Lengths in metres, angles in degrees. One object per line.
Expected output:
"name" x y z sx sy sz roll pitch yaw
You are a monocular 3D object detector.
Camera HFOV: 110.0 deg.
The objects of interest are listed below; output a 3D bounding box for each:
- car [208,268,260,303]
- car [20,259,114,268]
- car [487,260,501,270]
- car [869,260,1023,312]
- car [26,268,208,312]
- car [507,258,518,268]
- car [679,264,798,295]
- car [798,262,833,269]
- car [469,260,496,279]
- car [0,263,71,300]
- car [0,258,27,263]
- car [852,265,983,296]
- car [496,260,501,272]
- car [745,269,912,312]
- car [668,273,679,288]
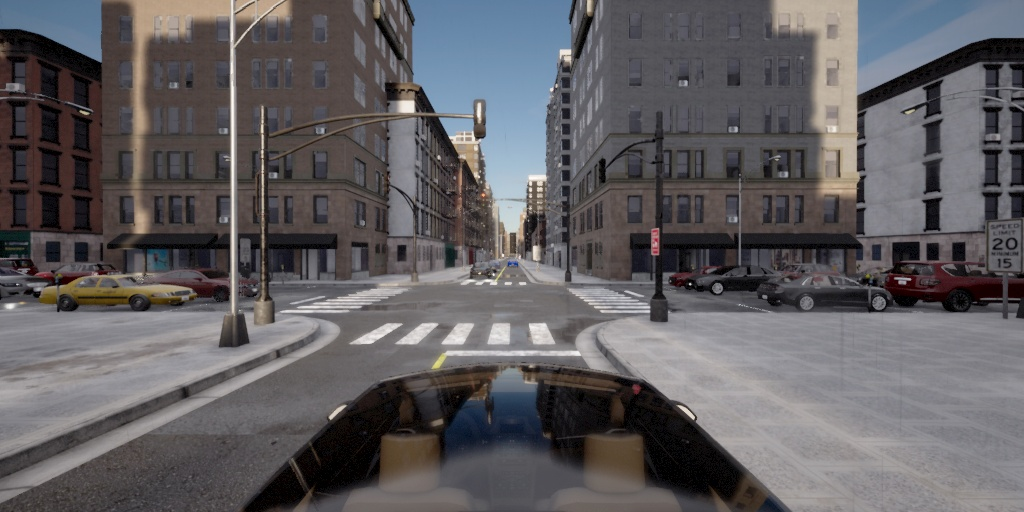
"car" -13.951 1.280 16.216 4.674 1.442 1.812 0 0 0
"car" -26.352 1.165 21.765 4.097 1.591 1.967 0 0 0
"car" -2.714 1.283 54.838 1.812 1.442 4.674 0 0 0
"car" 17.200 1.089 13.602 5.009 1.841 2.192 0 0 0
"car" -14.885 1.292 13.704 4.829 1.417 1.751 0 0 0
"car" 0.144 1.239 63.126 1.882 1.535 5.008 0 0 0
"car" 11.919 1.251 19.100 4.892 1.490 1.837 0 0 0
"car" 17.226 1.174 21.627 4.097 1.591 1.967 0 0 0
"car" -2.777 1.256 33.016 1.837 1.490 4.892 0 0 0
"car" -23.885 1.245 16.264 4.902 1.511 2.128 0 0 0
"car" -32.014 1.039 21.783 5.009 1.841 2.192 0 0 0
"car" 21.401 1.253 19.073 4.892 1.490 1.837 0 0 0
"car" -2.750 1.301 43.660 2.033 1.411 5.357 0 0 0
"car" 11.791 1.323 13.619 4.403 1.370 2.007 0 0 0
"car" 11.817 1.278 21.644 4.507 1.381 1.888 0 0 0
